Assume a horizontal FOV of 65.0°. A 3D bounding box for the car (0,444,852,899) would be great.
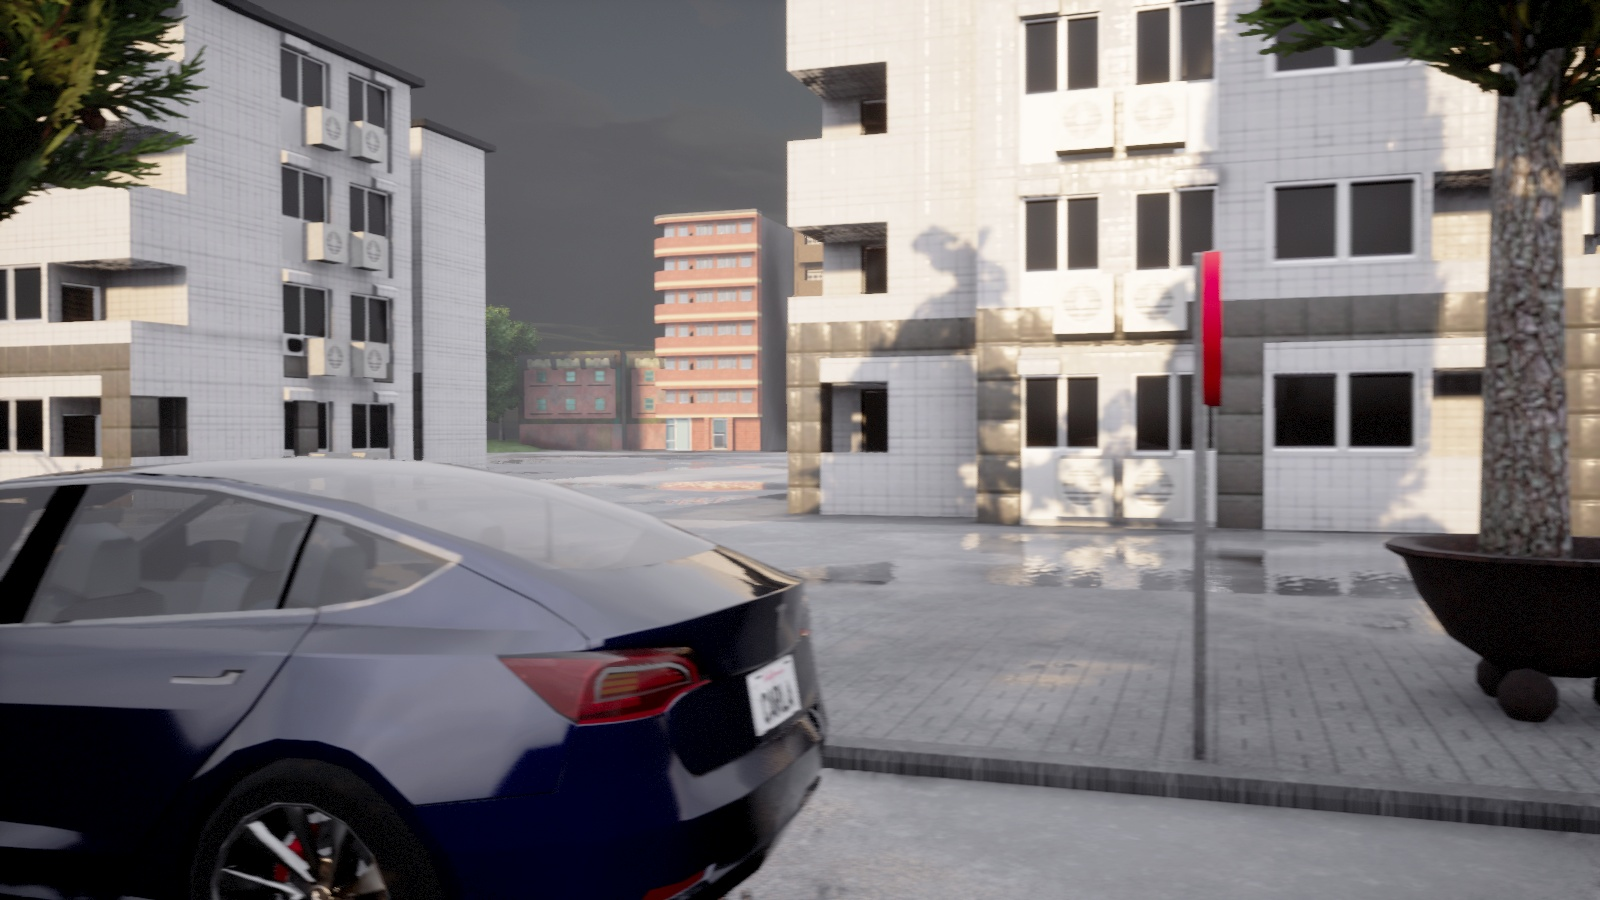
[{"bbox_3d":[-2.421,0.745,4.535,4.792,1.488,2.163,1,1,19],"label":"car"}]
